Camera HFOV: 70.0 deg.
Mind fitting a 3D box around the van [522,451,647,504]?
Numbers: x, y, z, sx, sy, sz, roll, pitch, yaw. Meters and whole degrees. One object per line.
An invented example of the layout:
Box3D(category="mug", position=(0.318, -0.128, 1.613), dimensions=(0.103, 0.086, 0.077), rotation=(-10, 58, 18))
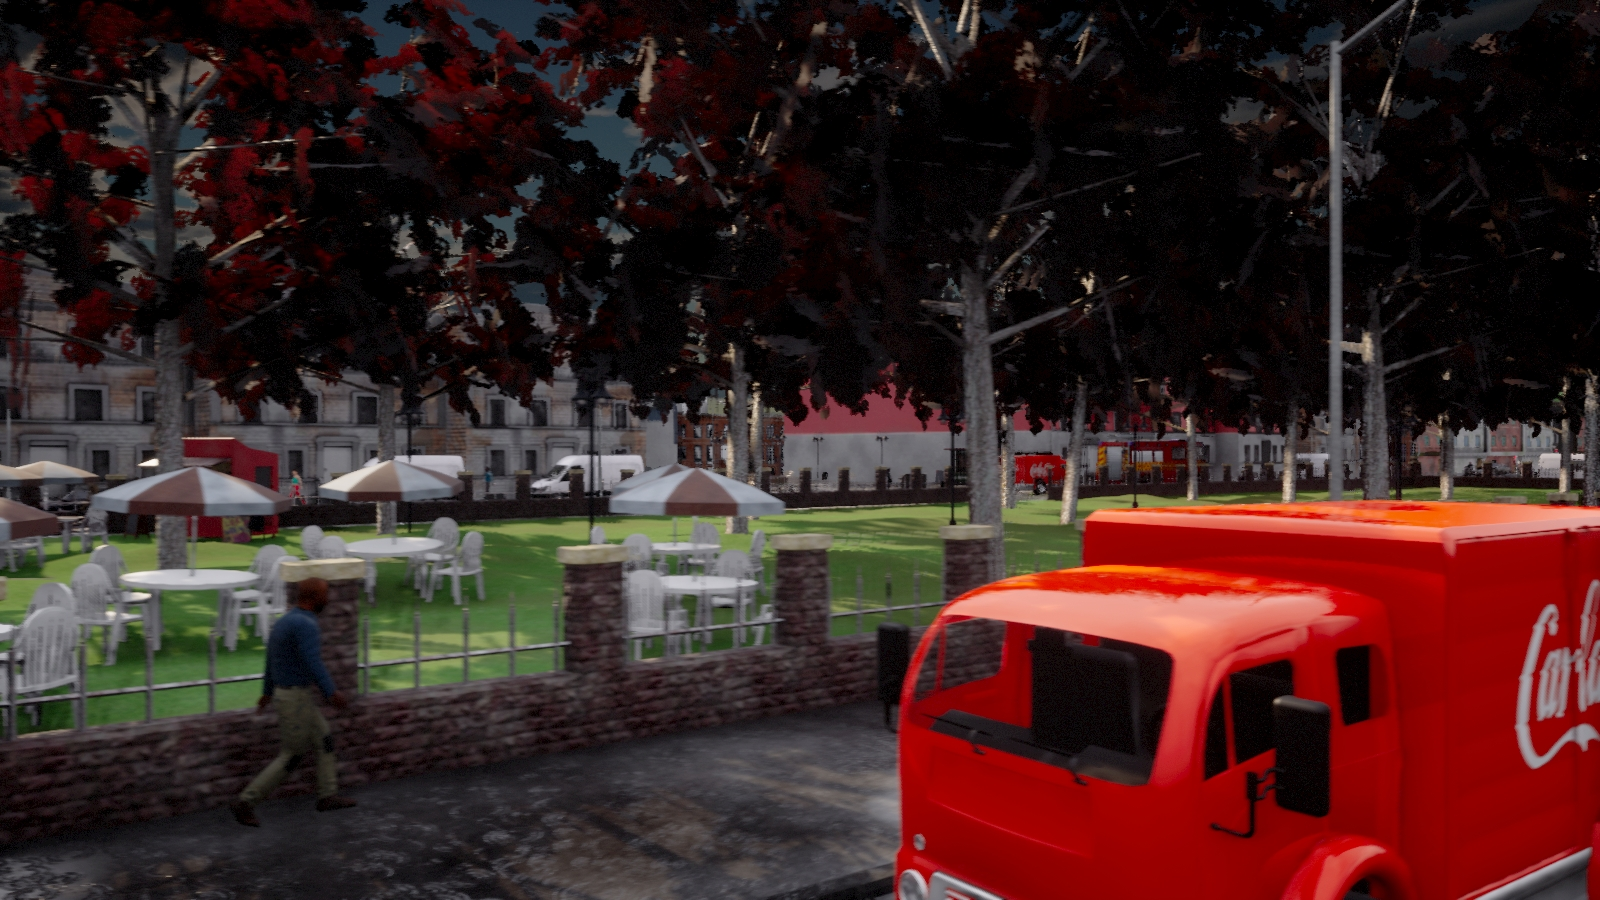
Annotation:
Box3D(category="van", position=(-10.760, 1.311, 57.377), dimensions=(5.915, 2.561, 1.988), rotation=(0, 0, -36))

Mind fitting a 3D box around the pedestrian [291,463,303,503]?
Box3D(category="pedestrian", position=(-23.466, 1.521, 53.285), dimensions=(0.375, 1.860, 0.375), rotation=(0, 0, 45))

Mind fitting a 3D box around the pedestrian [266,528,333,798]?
Box3D(category="pedestrian", position=(-3.631, 1.515, 8.287), dimensions=(0.375, 1.860, 0.375), rotation=(0, 0, -36))

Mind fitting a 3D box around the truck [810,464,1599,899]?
Box3D(category="truck", position=(2.926, 1.348, 6.430), dimensions=(5.204, 2.467, 2.627), rotation=(0, 0, -36))

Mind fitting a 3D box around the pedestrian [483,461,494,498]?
Box3D(category="pedestrian", position=(-15.980, 1.521, 58.656), dimensions=(0.375, 1.860, 0.375), rotation=(0, 0, 37))

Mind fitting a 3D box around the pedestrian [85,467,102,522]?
Box3D(category="pedestrian", position=(-24.288, 1.522, 39.269), dimensions=(0.375, 1.860, 0.375), rotation=(0, 0, 30))

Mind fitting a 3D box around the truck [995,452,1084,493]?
Box3D(category="truck", position=(14.927, 1.345, 71.073), dimensions=(5.204, 2.467, 2.627), rotation=(0, 0, -36))

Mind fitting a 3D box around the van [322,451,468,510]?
Box3D(category="van", position=(-18.313, 1.312, 51.882), dimensions=(5.915, 2.561, 1.988), rotation=(0, 0, -36))

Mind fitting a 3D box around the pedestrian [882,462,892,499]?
Box3D(category="pedestrian", position=(4.377, 1.521, 57.498), dimensions=(0.375, 1.860, 0.375), rotation=(0, 0, -37))
